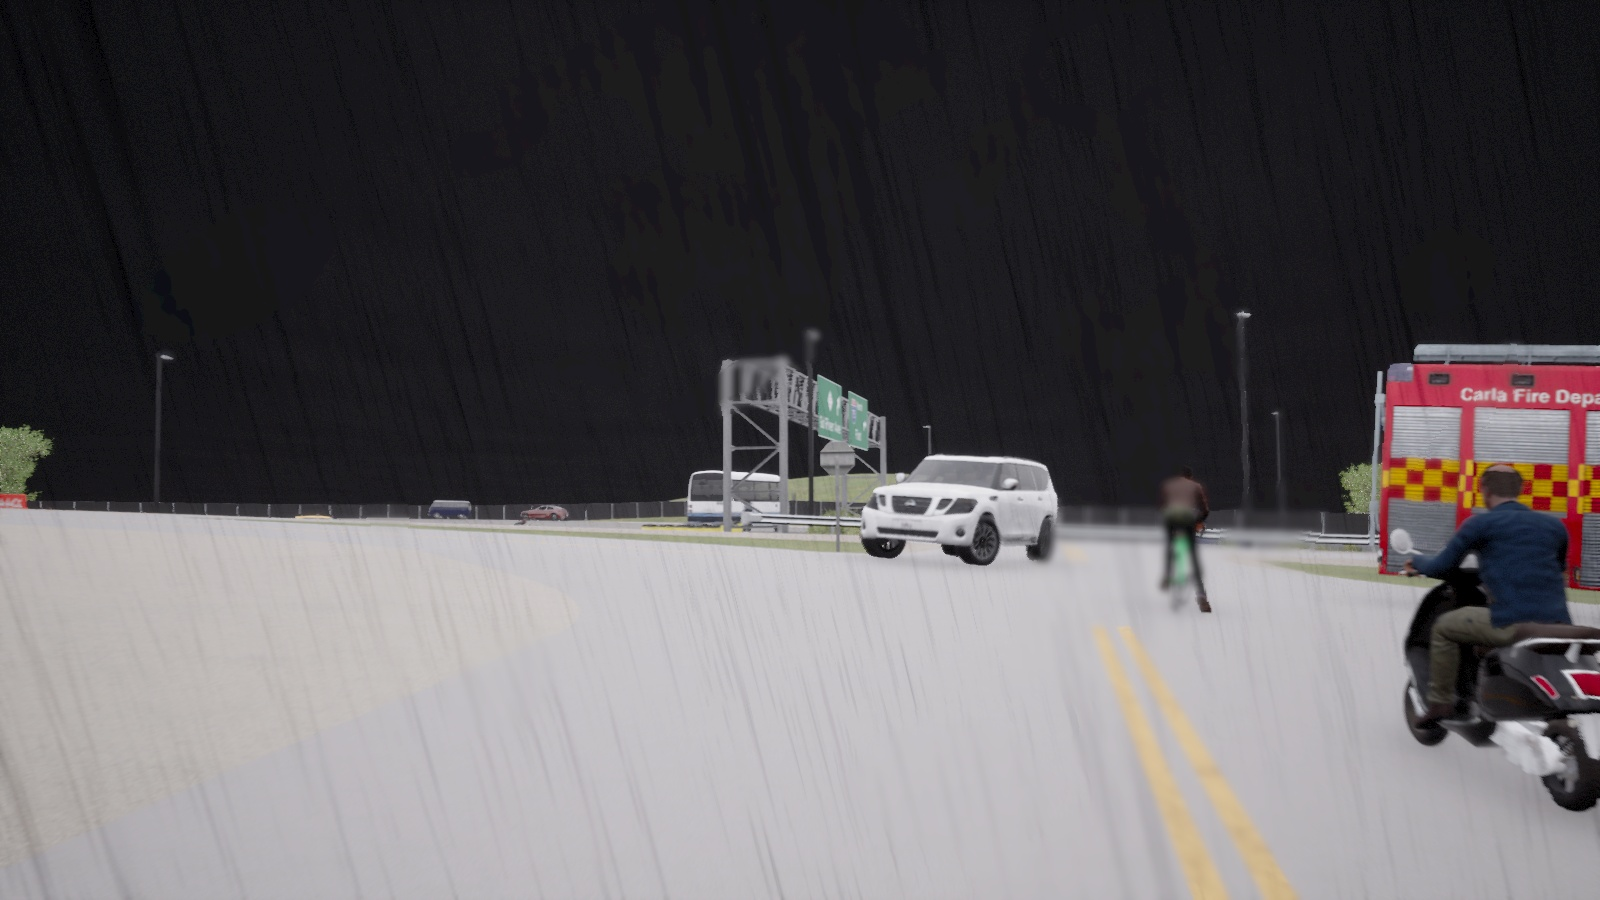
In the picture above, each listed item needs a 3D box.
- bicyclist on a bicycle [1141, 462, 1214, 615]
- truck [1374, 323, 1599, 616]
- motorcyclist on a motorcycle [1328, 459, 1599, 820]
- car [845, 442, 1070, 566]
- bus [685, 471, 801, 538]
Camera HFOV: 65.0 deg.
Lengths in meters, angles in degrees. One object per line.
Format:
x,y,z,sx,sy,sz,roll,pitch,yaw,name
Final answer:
4.314,0.967,14.282,0.582,1.620,1.656,1,-1,23,bicyclist on a bicycle
12.543,0.386,17.055,8.468,3.827,2.891,2,-2,25,truck
3.531,0.843,6.458,0.866,1.590,1.817,0,0,0,motorcyclist on a motorcycle
3.182,1.063,24.094,2.150,2.045,5.566,2,-2,31,car
-3.726,3.704,85.696,3.944,4.253,10.273,-1,-3,22,bus
